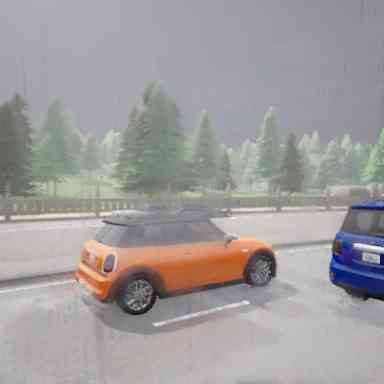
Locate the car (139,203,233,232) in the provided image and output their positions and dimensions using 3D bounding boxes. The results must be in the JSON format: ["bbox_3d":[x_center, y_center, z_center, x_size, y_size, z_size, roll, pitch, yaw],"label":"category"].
[{"bbox_3d":[-0.293,1.439,20.034,5.357,1.411,2.033,0,0,-29],"label":"car"}]

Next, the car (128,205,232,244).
[{"bbox_3d":[-0.518,1.440,15.841,4.674,1.442,1.812,0,0,-29],"label":"car"}]

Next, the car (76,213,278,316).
[{"bbox_3d":[-0.159,1.310,7.625,4.553,1.767,2.097,0,0,-33],"label":"car"}]

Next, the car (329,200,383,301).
[{"bbox_3d":[5.294,1.186,6.887,5.566,2.045,2.150,0,0,-30],"label":"car"}]
